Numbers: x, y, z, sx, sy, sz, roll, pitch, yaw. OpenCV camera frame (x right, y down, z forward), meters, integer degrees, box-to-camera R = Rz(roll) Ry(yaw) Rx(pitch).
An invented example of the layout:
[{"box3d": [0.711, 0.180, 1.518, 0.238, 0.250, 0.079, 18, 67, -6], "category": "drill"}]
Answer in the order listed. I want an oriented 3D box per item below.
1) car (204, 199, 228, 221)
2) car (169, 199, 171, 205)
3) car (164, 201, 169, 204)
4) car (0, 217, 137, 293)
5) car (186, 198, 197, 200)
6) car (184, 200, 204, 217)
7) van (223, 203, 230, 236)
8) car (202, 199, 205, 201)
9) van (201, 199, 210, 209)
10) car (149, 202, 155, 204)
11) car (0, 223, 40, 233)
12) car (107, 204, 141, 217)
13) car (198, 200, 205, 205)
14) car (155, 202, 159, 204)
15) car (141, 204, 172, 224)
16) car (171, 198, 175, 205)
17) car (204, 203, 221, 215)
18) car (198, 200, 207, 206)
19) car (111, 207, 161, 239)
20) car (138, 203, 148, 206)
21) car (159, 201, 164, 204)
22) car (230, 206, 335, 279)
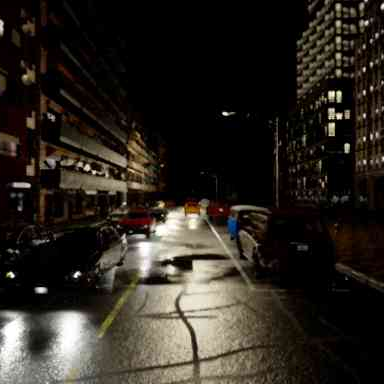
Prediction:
[{"box3d": [2.655, 1.797, 32.535, 2.192, 1.841, 5.009, 0, -1, 0], "category": "car"}, {"box3d": [-5.757, 2.527, 65.679, 1.887, 1.381, 4.507, 0, -1, 0], "category": "car"}, {"box3d": [-5.751, 2.418, 59.984, 1.752, 1.417, 4.829, 0, -1, 0], "category": "car"}, {"box3d": [-3.109, 1.676, 9.515, 2.033, 1.411, 5.357, 0, -1, 0], "category": "car"}, {"box3d": [-0.044, 1.970, 50.073, 2.150, 2.045, 5.566, 0, -1, 0], "category": "car"}, {"box3d": [0.063, 2.061, 39.437, 1.882, 1.535, 5.008, 0, -1, 0], "category": "car"}, {"box3d": [2.671, 1.574, 15.956, 1.690, 1.788, 3.998, 0, -1, 0], "category": "van"}, {"box3d": [2.628, 2.438, 60.332, 1.752, 1.417, 4.829, 0, -1, 0], "category": "car"}, {"box3d": [2.622, 2.338, 65.690, 1.690, 1.788, 3.998, 0, -1, 0], "category": "van"}, {"box3d": [-5.731, 1.992, 38.052, 1.967, 1.590, 4.097, 0, -1, 0], "category": "car"}, {"box3d": [-5.703, 1.688, 10.420, 2.008, 1.369, 4.403, 0, -1, 0], "category": "car"}, {"box3d": [-5.719, 1.934, 26.998, 2.008, 1.369, 4.403, 0, -1, 0], "category": "car"}, {"box3d": [2.596, 3.031, 93.317, 1.802, 1.307, 4.206, 0, -1, 0], "category": "car"}, {"box3d": [-5.736, 2.219, 43.576, 1.802, 1.307, 4.206, 0, -1, 0], "category": "car"}, {"box3d": [-3.118, 2.025, 29.386, 1.895, 1.301, 4.718, 0, -1, 0], "category": "car"}, {"box3d": [-5.774, 2.797, 82.258, 1.887, 1.381, 4.507, 0, -1, 0], "category": "car"}, {"box3d": [2.644, 2.196, 43.584, 1.887, 1.381, 4.507, 0, -1, 0], "category": "car"}, {"box3d": [2.606, 2.706, 82.266, 1.967, 1.590, 4.097, 0, -1, 0], "category": "car"}, {"box3d": [-3.119, 1.799, 19.391, 1.812, 1.442, 4.674, 0, -1, 0], "category": "car"}, {"box3d": [-5.725, 2.012, 32.523, 1.887, 1.381, 4.507, 0, -1, 0], "category": "car"}, {"box3d": [-5.742, 2.162, 49.104, 1.967, 1.590, 4.097, 0, -1, 0], "category": "car"}, {"box3d": [2.676, 1.467, 10.431, 2.192, 1.841, 5.009, 0, -1, 0], "category": "car"}]
